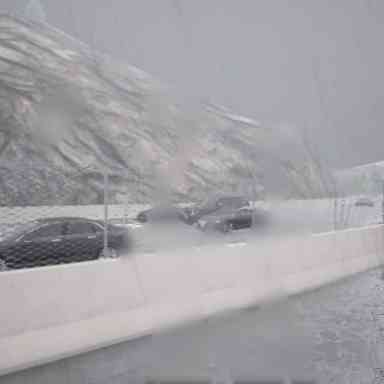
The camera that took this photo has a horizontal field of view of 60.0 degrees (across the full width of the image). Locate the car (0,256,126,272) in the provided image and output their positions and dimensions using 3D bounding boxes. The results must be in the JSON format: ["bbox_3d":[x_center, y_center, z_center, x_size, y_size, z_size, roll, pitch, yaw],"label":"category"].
[{"bbox_3d":[-4.135,1.511,9.688,4.892,1.490,1.837,0,0,-36],"label":"car"}]
